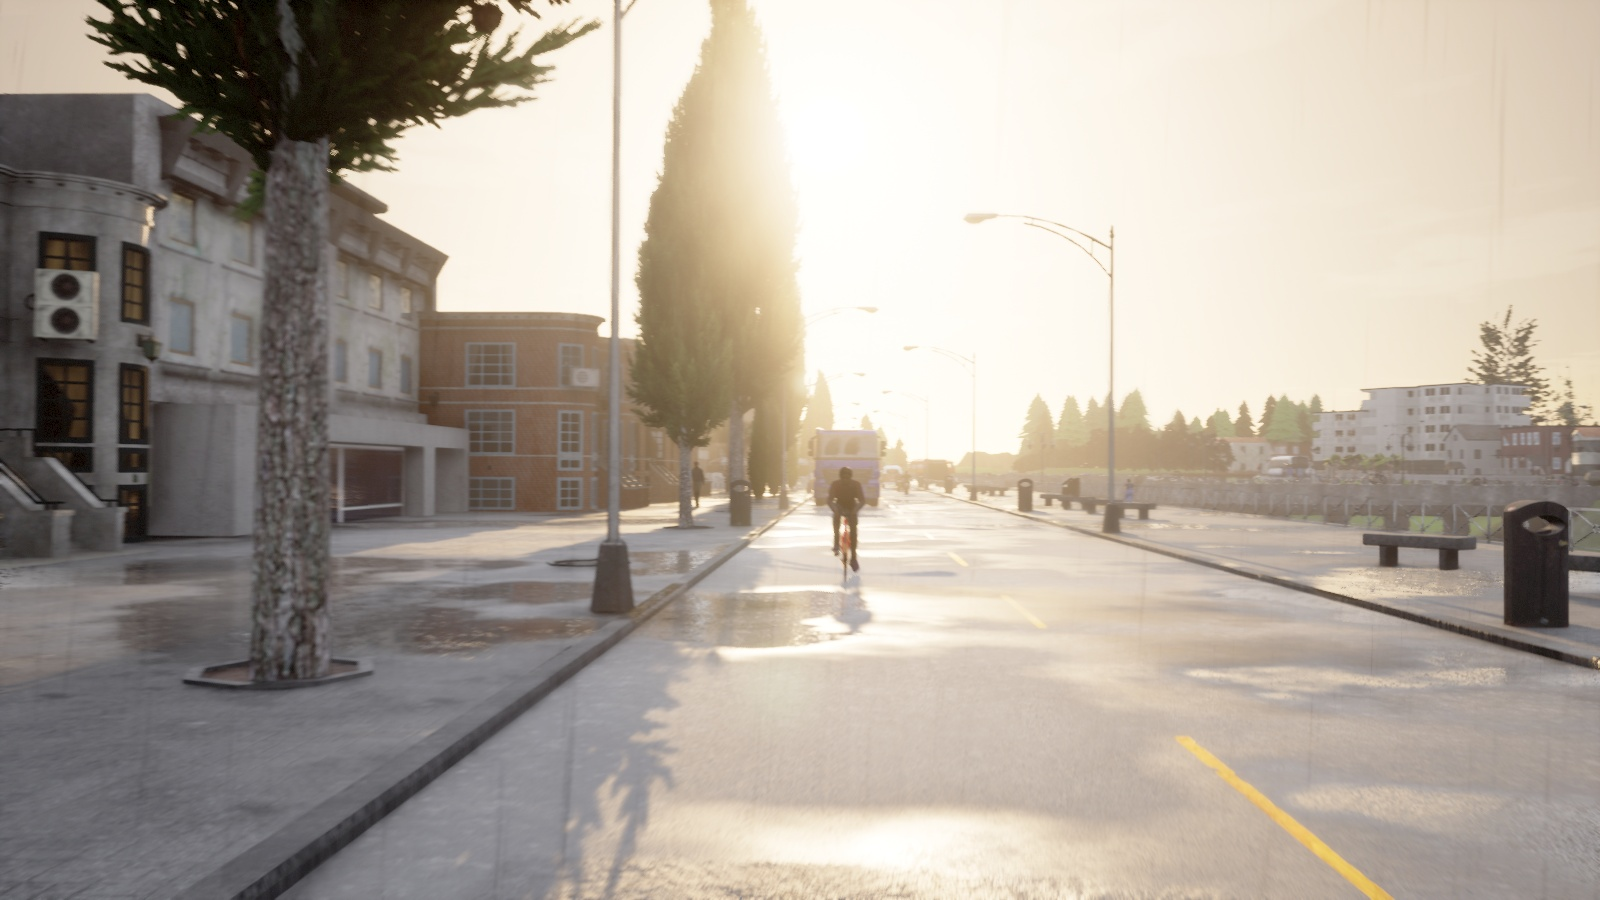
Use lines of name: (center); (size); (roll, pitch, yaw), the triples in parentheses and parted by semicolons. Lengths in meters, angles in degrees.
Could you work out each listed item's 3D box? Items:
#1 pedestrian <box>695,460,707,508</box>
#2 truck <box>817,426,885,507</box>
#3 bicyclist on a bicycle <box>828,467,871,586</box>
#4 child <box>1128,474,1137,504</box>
pedestrian: (-3.804, 1.310, 48.168); (0.370, 1.835, 0.726); (0, -1, 3)
truck: (2.314, 0.761, 57.313); (2.891, 3.462, 7.936); (0, -1, 2)
bicyclist on a bicycle: (0.712, 1.060, 18.041); (0.582, 1.620, 1.656); (0, -1, 2)
child: (14.096, 1.645, 53.267); (0.270, 1.263, 0.437); (0, -1, 4)
